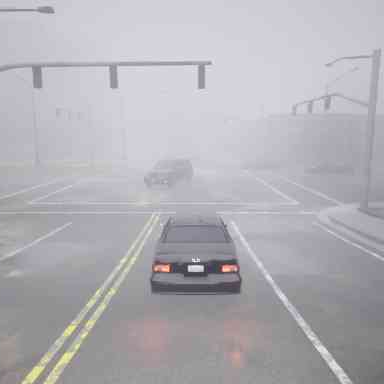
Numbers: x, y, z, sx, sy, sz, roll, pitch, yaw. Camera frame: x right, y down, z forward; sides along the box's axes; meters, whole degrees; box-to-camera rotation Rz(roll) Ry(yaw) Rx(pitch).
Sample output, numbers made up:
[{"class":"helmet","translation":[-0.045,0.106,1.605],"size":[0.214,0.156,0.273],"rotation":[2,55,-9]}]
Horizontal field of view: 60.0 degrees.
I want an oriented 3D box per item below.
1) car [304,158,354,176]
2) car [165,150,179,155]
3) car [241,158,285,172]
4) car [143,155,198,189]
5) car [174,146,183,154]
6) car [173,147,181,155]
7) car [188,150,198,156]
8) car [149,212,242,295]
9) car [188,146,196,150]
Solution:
[{"class":"car","translation":[13.925,-2.629,33.863],"size":[4.553,1.767,2.097],"rotation":[0,9,0]},{"class":"car","translation":[-3.537,-5.300,51.522],"size":[2.033,1.411,5.357],"rotation":[0,9,0]},{"class":"car","translation":[7.972,-3.056,37.366],"size":[4.902,1.511,2.128],"rotation":[0,9,0]},{"class":"car","translation":[-1.766,-1.593,26.695],"size":[2.150,2.045,5.566],"rotation":[3,10,23]},{"class":"car","translation":[-3.419,-8.507,71.195],"size":[2.033,1.411,5.357],"rotation":[0,9,0]},{"class":"car","translation":[-3.498,-6.885,60.999],"size":[1.837,1.490,4.892],"rotation":[0,9,0]},{"class":"car","translation":[0.066,-5.787,54.845],"size":[1.895,1.301,4.718],"rotation":[0,9,1]},{"class":"car","translation":[0.084,1.218,8.395],"size":[2.033,1.411,5.357],"rotation":[0,4,0]},{"class":"car","translation":[0.098,-11.097,85.962],"size":[2.097,1.767,4.553],"rotation":[0,9,0]}]
